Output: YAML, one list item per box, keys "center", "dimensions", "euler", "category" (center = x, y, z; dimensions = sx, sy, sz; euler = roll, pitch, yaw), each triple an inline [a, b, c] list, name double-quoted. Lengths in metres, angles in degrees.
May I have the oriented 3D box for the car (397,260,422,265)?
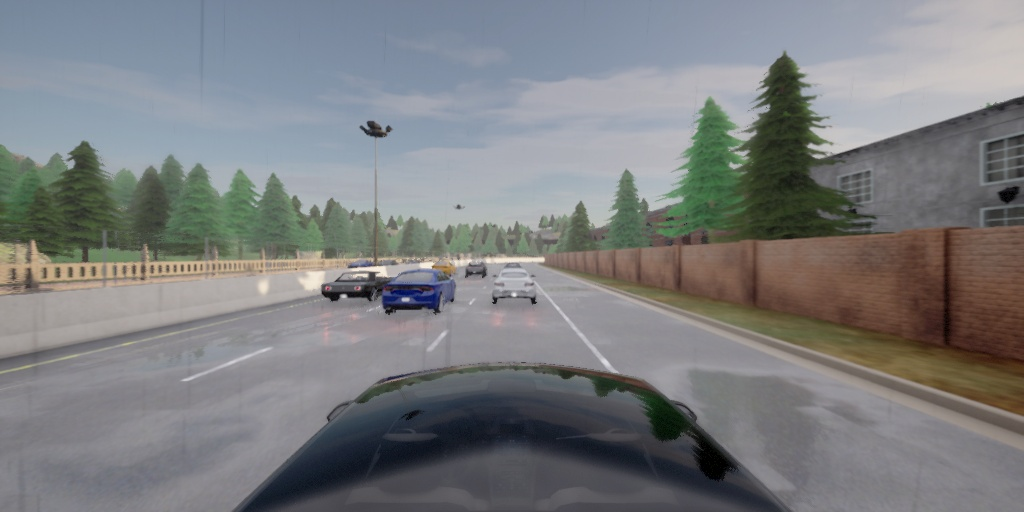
- center: [-14.056, 1.276, 50.896]
  dimensions: [2.128, 1.511, 4.902]
  euler: [0, 0, 0]
  category: "car"

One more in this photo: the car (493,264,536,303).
- center: [0.094, 1.287, 16.516]
  dimensions: [1.812, 1.442, 4.674]
  euler: [0, 0, 0]
  category: "car"

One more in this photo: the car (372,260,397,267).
- center: [-17.555, 1.288, 50.640]
  dimensions: [1.837, 1.490, 4.892]
  euler: [0, 0, 0]
  category: "car"

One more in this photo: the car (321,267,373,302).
- center: [-6.899, 1.361, 16.927]
  dimensions: [1.895, 1.301, 4.718]
  euler: [0, 0, 0]
  category: "car"

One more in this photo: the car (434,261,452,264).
- center: [-6.895, 1.252, 36.344]
  dimensions: [1.882, 1.535, 5.008]
  euler: [0, 0, 0]
  category: "car"

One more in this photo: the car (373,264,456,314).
- center: [-3.399, 1.236, 13.924]
  dimensions: [1.882, 1.535, 5.008]
  euler: [0, 0, 0]
  category: "car"

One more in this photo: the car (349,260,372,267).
- center: [-21.055, 1.260, 50.415]
  dimensions: [1.882, 1.535, 5.008]
  euler: [0, 0, 0]
  category: "car"

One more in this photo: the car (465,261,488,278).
- center: [-3.395, 1.267, 34.904]
  dimensions: [2.128, 1.511, 4.902]
  euler: [0, 0, 0]
  category: "car"
